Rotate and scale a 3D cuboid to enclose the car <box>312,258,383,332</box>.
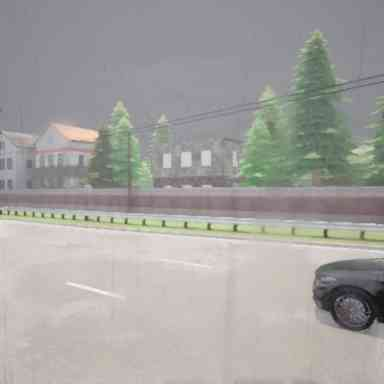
[{"bbox_3d":[4.347,1.526,5.175,4.674,1.442,1.812,0,0,35],"label":"car"}]
